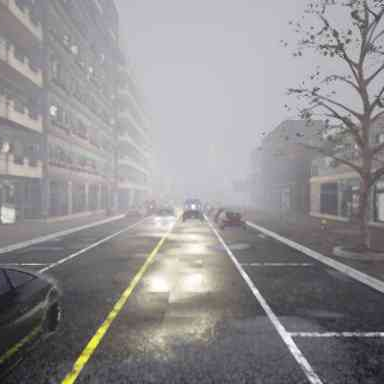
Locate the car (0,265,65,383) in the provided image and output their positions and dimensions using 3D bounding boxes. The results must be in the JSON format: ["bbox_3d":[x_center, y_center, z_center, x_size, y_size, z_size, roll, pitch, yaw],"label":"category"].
[{"bbox_3d":[-3.102,1.613,3.863,1.994,1.385,4.181,0,-1,0],"label":"car"}]

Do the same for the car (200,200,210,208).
[{"bbox_3d":[2.657,2.443,68.422,1.887,1.381,4.507,0,-1,0],"label":"car"}]

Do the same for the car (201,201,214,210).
[{"bbox_3d":[2.662,2.290,57.031,2.008,1.369,4.403,0,-1,0],"label":"car"}]

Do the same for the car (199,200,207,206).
[{"bbox_3d":[2.652,2.605,79.814,1.887,1.381,4.507,0,-1,0],"label":"car"}]

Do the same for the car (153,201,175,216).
[{"bbox_3d":[-3.114,2.109,39.836,1.895,1.301,4.718,0,-1,0],"label":"car"}]

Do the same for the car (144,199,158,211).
[{"bbox_3d":[-5.715,1.900,45.642,2.192,1.841,5.009,0,-1,0],"label":"car"}]

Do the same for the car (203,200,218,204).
[{"bbox_3d":[2.668,1.950,39.944,1.967,1.590,4.097,0,-1,0],"label":"car"}]

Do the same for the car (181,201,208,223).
[{"bbox_3d":[0.080,1.867,29.809,2.128,1.511,4.902,0,-1,0],"label":"car"}]

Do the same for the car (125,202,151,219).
[{"bbox_3d":[-5.709,2.016,34.246,1.802,1.307,4.206,0,-1,0],"label":"car"}]

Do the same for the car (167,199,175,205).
[{"bbox_3d":[-5.734,2.749,91.038,1.752,1.417,4.829,0,-1,0],"label":"car"}]

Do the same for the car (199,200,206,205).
[{"bbox_3d":[2.650,2.671,85.681,1.752,1.417,4.829,0,-1,0],"label":"car"}]

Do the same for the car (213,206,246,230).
[{"bbox_3d":[2.677,1.868,22.854,1.802,1.307,4.206,0,-1,0],"label":"car"}]

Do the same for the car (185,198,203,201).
[{"bbox_3d":[0.055,1.743,40.717,2.150,2.045,5.566,0,0,0],"label":"car"}]

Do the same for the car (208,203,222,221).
[{"bbox_3d":[2.674,1.925,28.550,1.947,1.339,4.313,0,-1,0],"label":"car"}]
